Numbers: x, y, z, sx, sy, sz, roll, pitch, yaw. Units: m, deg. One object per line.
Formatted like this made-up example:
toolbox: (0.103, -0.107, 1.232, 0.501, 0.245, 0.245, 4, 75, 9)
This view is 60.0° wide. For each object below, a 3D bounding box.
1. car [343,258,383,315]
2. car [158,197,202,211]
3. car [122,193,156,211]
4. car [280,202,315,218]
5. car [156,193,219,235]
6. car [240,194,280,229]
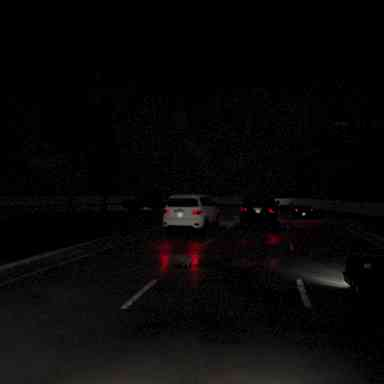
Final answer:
car: (3.953, 1.535, 4.822, 2.033, 1.411, 5.357, 0, 0, 7)
car: (-1.433, 1.352, 39.538, 4.902, 1.511, 2.128, 0, 0, 31)
car: (-5.078, 1.084, 37.456, 5.566, 2.045, 2.150, 0, -1, 17)
car: (9.032, 1.510, 29.436, 1.895, 1.301, 4.718, 0, 0, -3)
car: (0.092, 1.156, 18.759, 2.150, 2.045, 5.566, 0, 0, 15)
car: (4.346, 1.155, 21.249, 2.150, 2.045, 5.566, 0, 1, 14)
